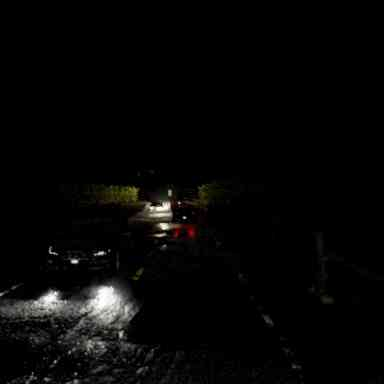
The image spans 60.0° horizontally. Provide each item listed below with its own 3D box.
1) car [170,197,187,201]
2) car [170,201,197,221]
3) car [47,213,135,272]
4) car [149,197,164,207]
[{"bbox_3d":[-1.705,1.412,42.317,2.097,1.767,4.553,0,0,-4],"label":"car"},{"bbox_3d":[-0.672,1.627,27.187,1.895,1.301,4.718,0,0,-3],"label":"car"},{"bbox_3d":[-3.006,1.504,10.815,1.837,1.490,4.892,1,0,-1],"label":"car"},{"bbox_3d":[-5.504,1.590,51.896,1.837,1.490,4.892,0,0,-5],"label":"car"}]
